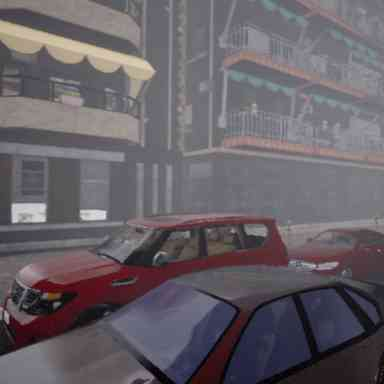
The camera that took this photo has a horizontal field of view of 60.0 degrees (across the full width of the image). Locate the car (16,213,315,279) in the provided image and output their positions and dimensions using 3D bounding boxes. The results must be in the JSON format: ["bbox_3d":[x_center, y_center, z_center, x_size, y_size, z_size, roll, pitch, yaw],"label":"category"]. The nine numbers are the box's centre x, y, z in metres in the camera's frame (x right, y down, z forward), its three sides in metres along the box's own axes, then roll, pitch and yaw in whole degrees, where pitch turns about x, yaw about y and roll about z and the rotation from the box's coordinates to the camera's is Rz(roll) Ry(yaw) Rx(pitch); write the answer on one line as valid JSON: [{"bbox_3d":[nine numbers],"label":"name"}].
[{"bbox_3d":[-0.369,1.340,5.829,5.009,1.841,2.192,1,0,-35],"label":"car"}]

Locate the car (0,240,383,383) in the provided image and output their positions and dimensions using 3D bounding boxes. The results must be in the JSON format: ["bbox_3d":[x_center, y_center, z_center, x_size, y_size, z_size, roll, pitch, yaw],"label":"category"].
[{"bbox_3d":[0.476,1.567,3.400,5.357,1.411,2.033,1,0,-35],"label":"car"}]

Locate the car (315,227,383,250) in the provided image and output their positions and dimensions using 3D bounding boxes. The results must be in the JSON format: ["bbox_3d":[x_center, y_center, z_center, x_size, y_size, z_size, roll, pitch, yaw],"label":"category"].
[{"bbox_3d":[4.221,1.655,9.104,4.206,1.307,1.802,1,0,-35],"label":"car"}]
